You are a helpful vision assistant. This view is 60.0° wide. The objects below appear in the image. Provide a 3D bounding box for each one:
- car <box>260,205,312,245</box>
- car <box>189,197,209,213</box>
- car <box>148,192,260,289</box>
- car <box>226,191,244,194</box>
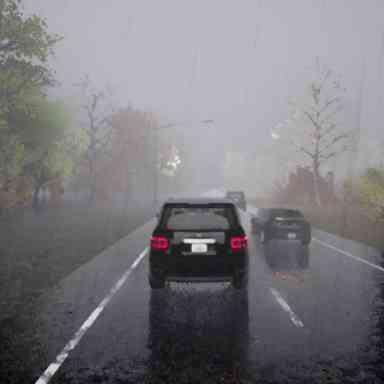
[{"bbox_3d":[3.741,1.351,14.664,1.837,1.490,4.892,0,1,1],"label":"car"},{"bbox_3d":[0.729,1.257,33.072,1.895,1.301,4.718,0,1,2],"label":"car"},{"bbox_3d":[0.162,1.127,8.996,2.150,2.045,5.566,0,1,1],"label":"car"},{"bbox_3d":[4.271,0.865,34.147,2.150,2.045,5.566,0,1,2],"label":"car"}]
